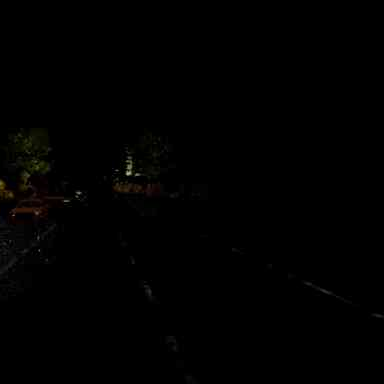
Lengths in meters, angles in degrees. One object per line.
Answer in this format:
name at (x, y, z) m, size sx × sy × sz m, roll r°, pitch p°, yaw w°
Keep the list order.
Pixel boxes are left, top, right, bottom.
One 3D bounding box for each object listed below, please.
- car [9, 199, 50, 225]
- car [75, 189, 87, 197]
car at (-10.821, 1.235, 22.426) m, size 1.882 × 1.535 × 5.008 m, roll -1°, pitch 1°, yaw -16°
car at (-29.909, 0.129, 88.516) m, size 2.150 × 2.045 × 5.566 m, roll -1°, pitch 1°, yaw -17°
